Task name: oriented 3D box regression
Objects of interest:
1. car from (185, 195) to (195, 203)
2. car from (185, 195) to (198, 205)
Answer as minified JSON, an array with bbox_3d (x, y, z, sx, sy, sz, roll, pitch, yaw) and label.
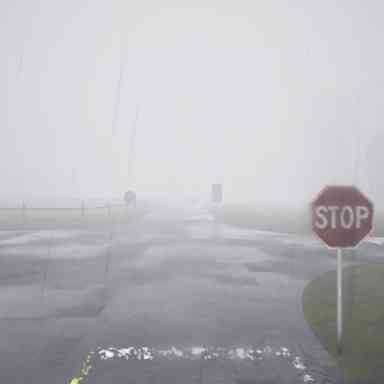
[{"bbox_3d":[-0.443,1.493,71.300,1.837,1.490,4.892,0,0,-6],"label":"car"},{"bbox_3d":[0.188,1.568,60.771,2.033,1.411,5.357,0,0,-2],"label":"car"}]
